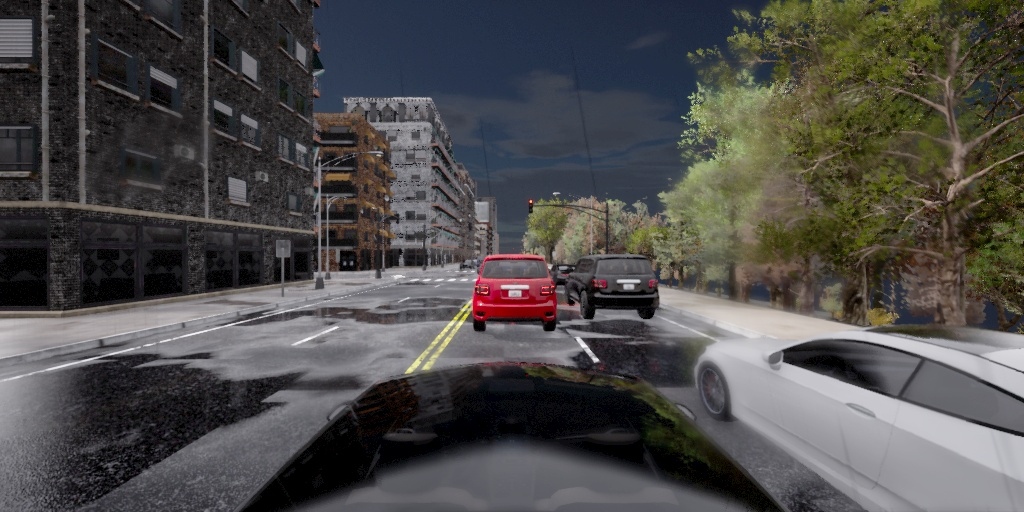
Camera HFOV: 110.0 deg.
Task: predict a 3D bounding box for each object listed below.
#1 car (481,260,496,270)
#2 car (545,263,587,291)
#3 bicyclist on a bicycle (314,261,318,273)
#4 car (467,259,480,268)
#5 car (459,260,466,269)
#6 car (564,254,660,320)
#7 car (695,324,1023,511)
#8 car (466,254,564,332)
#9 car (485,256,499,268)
[{"bbox_3d":[-3.559,1.334,55.134,1.994,1.385,4.181,0,0,0],"label":"car"},{"bbox_3d":[3.278,1.259,22.808,1.837,1.490,4.892,0,0,-2],"label":"car"},{"bbox_3d":[-25.056,1.341,45.388,0.582,1.620,1.656,-1,0,-1],"label":"bicyclist on a bicycle"},{"bbox_3d":[-6.814,1.303,63.973,1.812,1.442,4.674,0,0,0],"label":"car"},{"bbox_3d":[-6.778,1.275,54.722,1.837,1.490,4.892,0,0,2],"label":"car"},{"bbox_3d":[3.305,0.971,12.851,2.150,2.045,5.566,0,0,0],"label":"car"},{"bbox_3d":[3.344,1.276,2.828,1.812,1.442,4.674,0,0,0],"label":"car"},{"bbox_3d":[0.062,0.972,11.057,2.150,2.045,5.566,0,0,0],"label":"car"},{"bbox_3d":[-3.564,0.998,64.247,2.150,2.045,5.566,0,0,0],"label":"car"}]
